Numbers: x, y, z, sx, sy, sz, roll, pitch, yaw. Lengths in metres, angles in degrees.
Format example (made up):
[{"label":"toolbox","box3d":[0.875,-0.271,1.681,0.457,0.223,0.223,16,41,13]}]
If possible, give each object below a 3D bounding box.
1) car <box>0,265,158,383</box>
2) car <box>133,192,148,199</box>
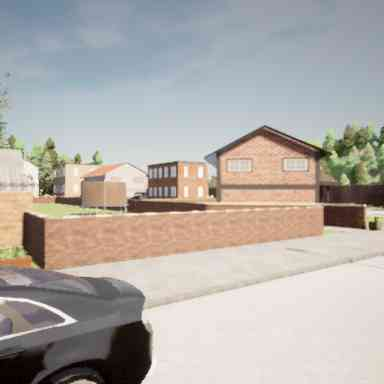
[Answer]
[{"label":"car","box3d":[-2.658,1.490,2.714,4.902,1.511,2.128,0,0,-35]},{"label":"car","box3d":[-6.434,0.961,44.197,1.905,1.878,3.866,0,0,-35]}]
